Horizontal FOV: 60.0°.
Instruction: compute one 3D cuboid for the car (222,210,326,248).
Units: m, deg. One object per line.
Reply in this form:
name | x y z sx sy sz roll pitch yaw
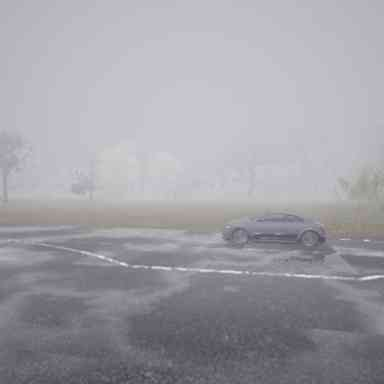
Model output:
car | 3.400 1.484 13.991 4.181 1.385 1.994 0 1 14
